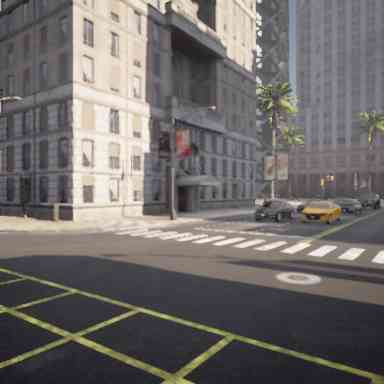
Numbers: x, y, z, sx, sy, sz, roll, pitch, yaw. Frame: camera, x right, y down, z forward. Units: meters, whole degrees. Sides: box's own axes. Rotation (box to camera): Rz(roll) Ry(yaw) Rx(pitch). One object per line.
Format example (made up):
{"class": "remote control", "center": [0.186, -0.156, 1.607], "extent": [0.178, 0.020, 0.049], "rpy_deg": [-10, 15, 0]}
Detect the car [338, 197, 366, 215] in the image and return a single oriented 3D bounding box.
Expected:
{"class": "car", "center": [15.425, 1.530, 32.793], "extent": [1.994, 1.385, 4.181], "rpy_deg": [0, 0, 36]}

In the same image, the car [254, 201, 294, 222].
{"class": "car", "center": [6.596, 1.477, 26.425], "extent": [1.837, 1.490, 4.892], "rpy_deg": [0, 0, 35]}

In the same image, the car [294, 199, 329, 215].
{"class": "car", "center": [12.583, 1.511, 34.837], "extent": [2.033, 1.411, 5.357], "rpy_deg": [0, 0, 36]}

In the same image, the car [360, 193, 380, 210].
{"class": "car", "center": [22.975, 1.179, 43.233], "extent": [2.150, 2.045, 5.566], "rpy_deg": [0, 0, 36]}

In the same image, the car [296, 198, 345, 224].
{"class": "car", "center": [9.658, 1.452, 24.695], "extent": [1.882, 1.535, 5.008], "rpy_deg": [0, 0, 35]}
